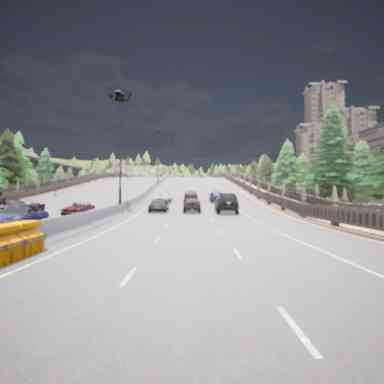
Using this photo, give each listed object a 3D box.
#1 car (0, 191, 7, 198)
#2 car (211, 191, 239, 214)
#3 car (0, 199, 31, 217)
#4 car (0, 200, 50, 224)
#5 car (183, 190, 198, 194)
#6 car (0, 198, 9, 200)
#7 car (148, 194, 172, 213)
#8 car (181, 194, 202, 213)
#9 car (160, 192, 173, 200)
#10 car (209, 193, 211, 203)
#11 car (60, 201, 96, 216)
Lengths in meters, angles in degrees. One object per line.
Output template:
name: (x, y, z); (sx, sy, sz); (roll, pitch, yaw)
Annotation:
car: (-17.567, 0.946, 27.762); (2.150, 2.045, 5.566); (0, 1, 0)
car: (3.501, 1.087, 34.116); (2.150, 2.045, 5.566); (0, 3, 0)
car: (-17.652, 1.513, 32.234); (1.994, 1.385, 4.181); (0, 3, 0)
car: (-10.618, 1.537, 20.562); (2.097, 1.767, 4.553); (0, 0, 0)
car: (-0.158, 0.487, 45.904); (1.882, 1.535, 5.008); (0, 6, 0)
car: (-14.067, 1.316, 27.791); (1.895, 1.301, 4.718); (0, 1, 0)
car: (-3.510, 1.366, 35.349); (1.994, 1.385, 4.181); (0, 3, 0)
car: (-0.005, 1.332, 34.877); (1.837, 1.490, 4.892); (0, 3, 0)
car: (-3.659, 0.620, 45.801); (1.895, 1.301, 4.718); (0, 5, 0)
car: (3.344, 0.594, 45.314); (1.812, 1.442, 4.674); (0, 6, 0)
car: (-10.636, 1.591, 31.278); (1.895, 1.301, 4.718); (0, 2, 0)
